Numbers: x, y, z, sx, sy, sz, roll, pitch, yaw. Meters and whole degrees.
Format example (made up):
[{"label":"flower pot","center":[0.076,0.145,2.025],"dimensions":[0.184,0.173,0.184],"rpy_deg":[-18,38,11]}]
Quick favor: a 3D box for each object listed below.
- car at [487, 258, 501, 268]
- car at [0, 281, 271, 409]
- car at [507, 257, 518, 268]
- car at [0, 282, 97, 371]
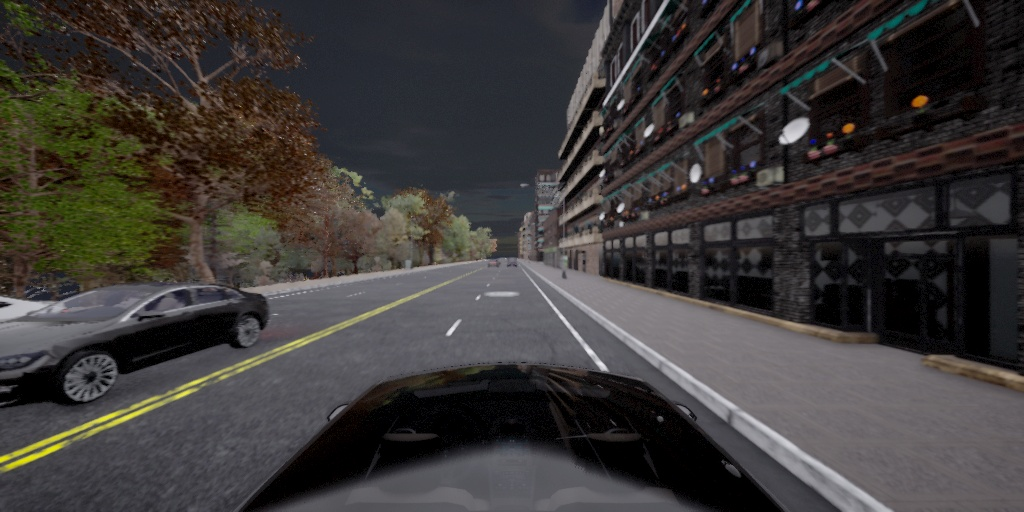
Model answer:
[{"label":"car","center":[-3.241,1.264,62.438],"dimensions":[2.128,1.511,4.902],"rpy_deg":[0,0,0]},{"label":"car","center":[-6.570,1.243,6.338],"dimensions":[2.128,1.511,4.902],"rpy_deg":[0,0,0]},{"label":"car","center":[0.010,1.373,62.884],"dimensions":[1.895,1.301,4.718],"rpy_deg":[0,0,0]},{"label":"car","center":[-9.826,1.276,5.357],"dimensions":[1.812,1.442,4.674],"rpy_deg":[0,0,0]}]
